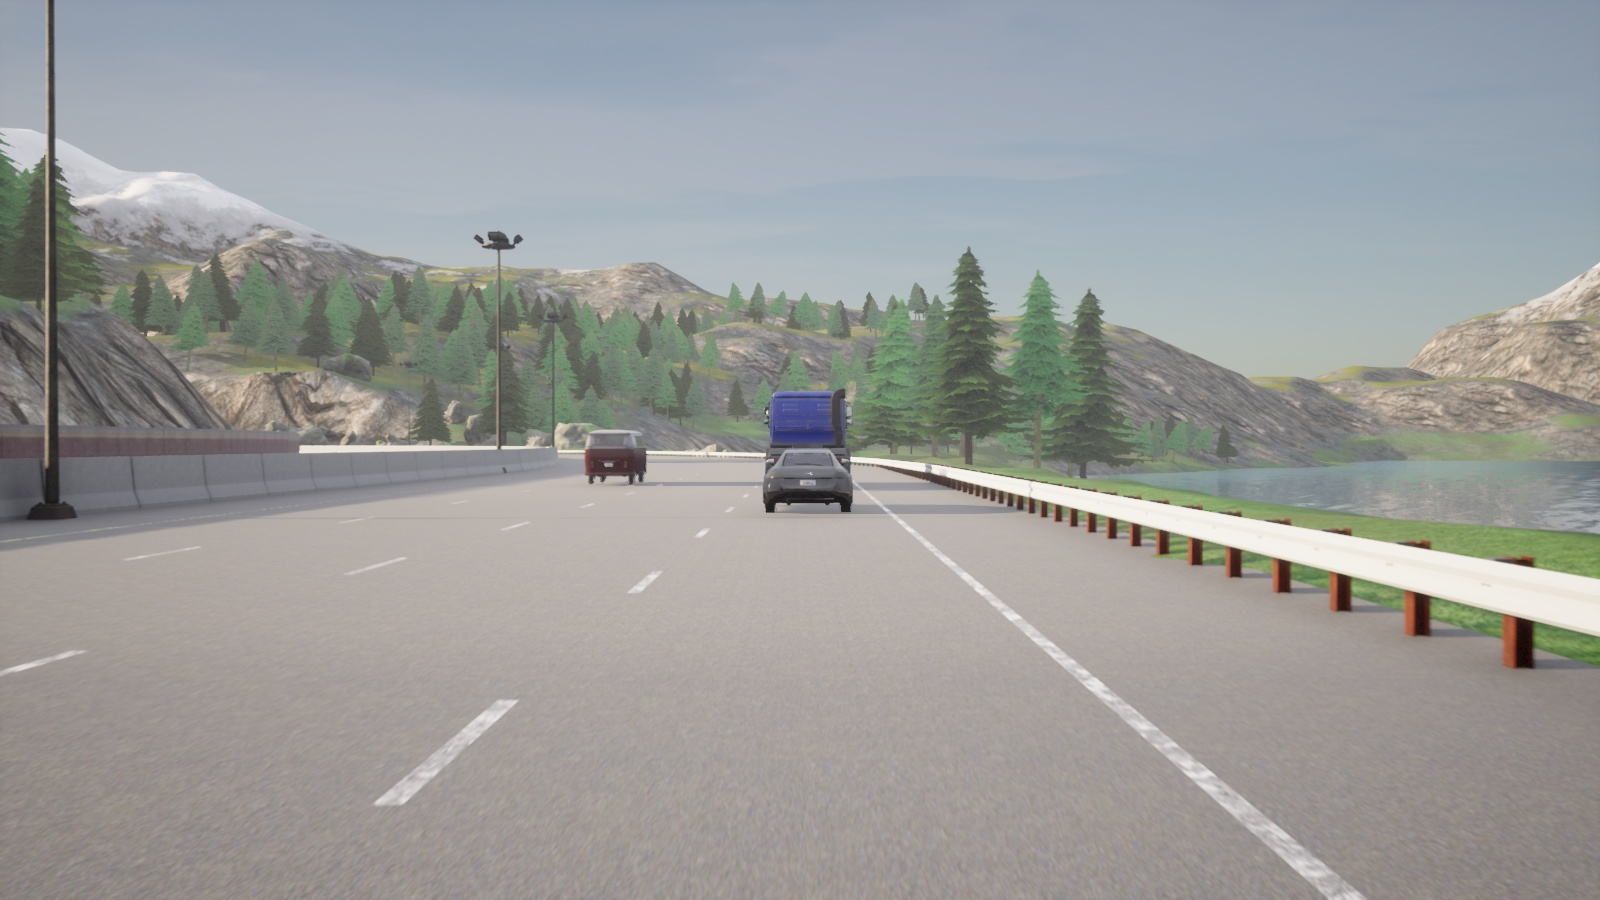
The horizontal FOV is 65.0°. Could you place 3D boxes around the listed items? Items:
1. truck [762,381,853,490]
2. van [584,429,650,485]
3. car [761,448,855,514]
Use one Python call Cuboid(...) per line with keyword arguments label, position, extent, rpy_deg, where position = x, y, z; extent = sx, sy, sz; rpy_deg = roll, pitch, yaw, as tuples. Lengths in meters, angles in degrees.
Cuboid(label="truck", position=(0.266, -0.481, 43.686), extent=(2.891, 3.462, 7.936), rpy_deg=(0, 0, 0))
Cuboid(label="van", position=(-6.718, 0.232, 46.417), extent=(1.775, 1.987, 4.442), rpy_deg=(0, 0, 0))
Cuboid(label="car", position=(0.179, 0.650, 28.612), extent=(1.994, 1.385, 4.181), rpy_deg=(0, 0, 0))
